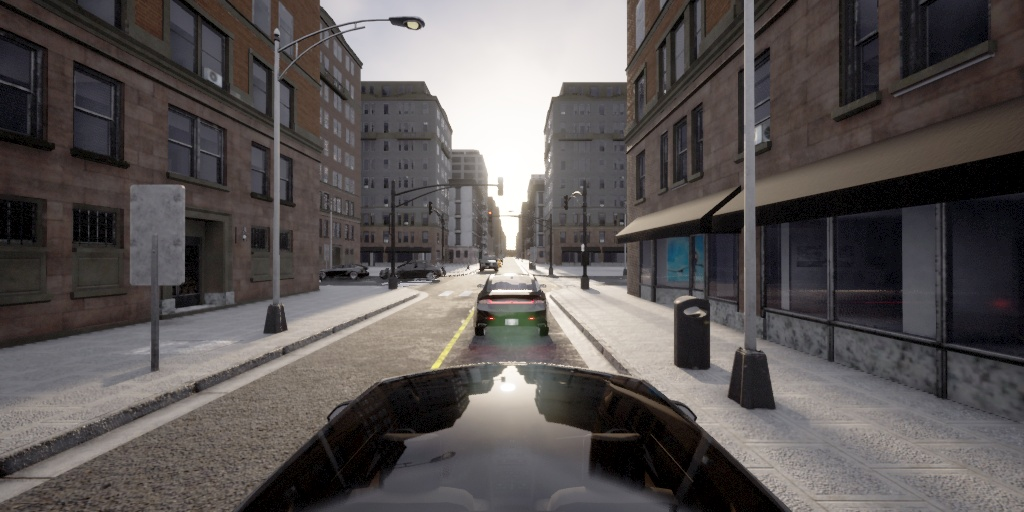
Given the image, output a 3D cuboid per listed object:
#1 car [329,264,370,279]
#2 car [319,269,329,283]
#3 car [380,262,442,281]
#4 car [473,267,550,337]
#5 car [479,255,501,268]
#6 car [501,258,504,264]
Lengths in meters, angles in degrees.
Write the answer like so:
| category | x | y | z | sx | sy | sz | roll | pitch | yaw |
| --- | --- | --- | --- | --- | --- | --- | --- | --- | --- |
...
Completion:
| category | x | y | z | sx | sy | sz | roll | pitch | yaw |
| --- | --- | --- | --- | --- | --- | --- | --- | --- | --- |
| car | -14.782 | 1.328 | 31.493 | 4.313 | 1.339 | 1.948 | 0 | 0 | 0 |
| car | -14.783 | 1.288 | 23.466 | 4.313 | 1.339 | 1.948 | 0 | 0 | 0 |
| car | -8.201 | 1.258 | 29.361 | 4.892 | 1.490 | 1.837 | 0 | 3 | -22 |
| car | -0.005 | 1.241 | 10.330 | 2.128 | 1.511 | 4.902 | 0 | 0 | 0 |
| car | -2.886 | 0.941 | 45.162 | 2.150 | 2.045 | 5.566 | 0 | 0 | 0 |
| car | -2.863 | 1.174 | 61.397 | 1.882 | 1.535 | 5.008 | 0 | 0 | 0 |
